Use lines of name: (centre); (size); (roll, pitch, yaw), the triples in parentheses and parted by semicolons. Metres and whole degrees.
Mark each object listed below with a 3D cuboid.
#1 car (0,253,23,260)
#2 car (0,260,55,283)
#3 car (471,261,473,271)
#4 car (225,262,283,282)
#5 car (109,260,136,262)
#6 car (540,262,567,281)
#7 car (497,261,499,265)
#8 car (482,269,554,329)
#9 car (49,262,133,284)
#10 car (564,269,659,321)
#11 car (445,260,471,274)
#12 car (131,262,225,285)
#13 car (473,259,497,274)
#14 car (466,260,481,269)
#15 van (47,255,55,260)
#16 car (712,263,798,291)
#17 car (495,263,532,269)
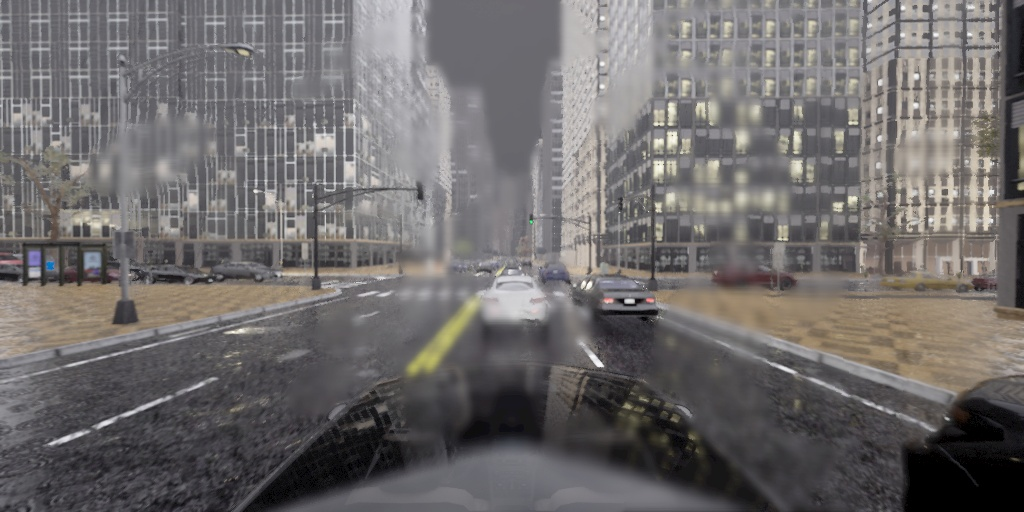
car: (-40.070, 0.741, 27.580); (5.566, 2.045, 2.150); (1, 1, 1)
car: (-34.124, 1.171, 24.825); (4.313, 1.339, 1.948); (0, 0, 1)
car: (-6.649, 1.439, 52.639); (1.837, 1.490, 4.892); (0, 0, 0)
car: (-20.059, 1.194, 27.192); (4.902, 1.511, 2.128); (1, 1, 1)
car: (-29.470, 1.094, 27.373); (5.008, 1.535, 1.882); (1, 1, 1)
car: (3.329, 1.245, 28.670); (2.097, 1.767, 4.553); (1, 1, 0)
car: (-3.393, 1.543, 55.291); (1.895, 1.301, 4.718); (0, 0, 0)
car: (0.089, 1.313, 11.327); (1.812, 1.442, 4.674); (0, 0, 0)
car: (-28.443, 1.240, 24.659); (4.207, 1.307, 1.802); (0, 0, 1)
car: (3.337, 1.340, 12.688); (2.033, 1.411, 5.357); (0, 0, 0)
car: (-6.675, 1.256, 43.543); (2.097, 1.767, 4.553); (0, 0, 1)
car: (-22.759, 1.275, 24.532); (4.313, 1.339, 1.948); (0, 0, 1)
car: (-3.395, 1.458, 45.531); (2.033, 1.411, 5.357); (0, 0, 0)
car: (-6.608, 1.512, 62.438); (2.033, 1.411, 5.357); (0, 0, 0)
van: (-45.326, 0.744, 33.472); (3.998, 1.789, 1.690); (0, 0, 1)
car: (16.167, 1.373, 24.052); (5.009, 1.841, 2.192); (0, 0, 1)
car: (0.089, 1.463, 24.181); (2.033, 1.411, 5.357); (1, 1, 0)
